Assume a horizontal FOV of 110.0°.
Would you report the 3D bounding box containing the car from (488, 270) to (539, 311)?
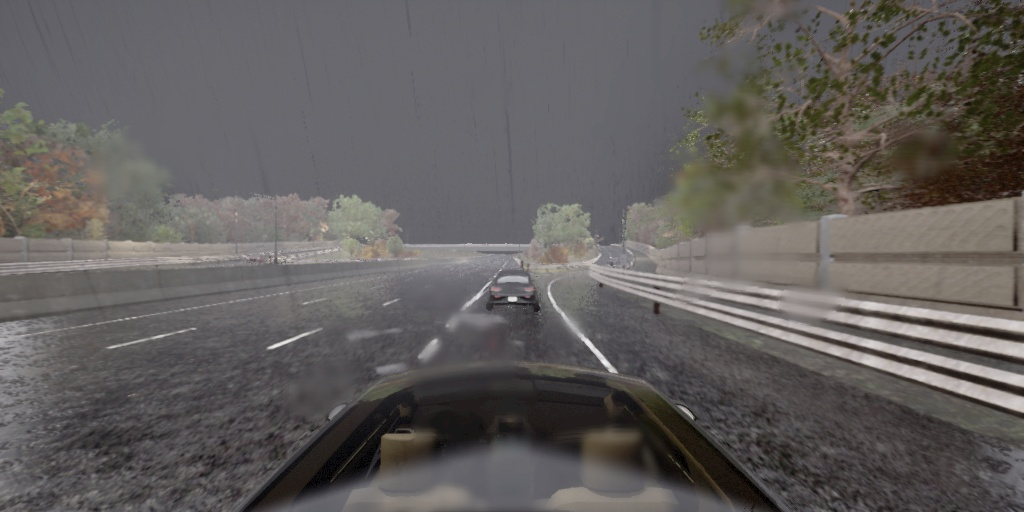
[{"bbox_3d":[0.096,1.281,14.377,1.812,1.442,4.674,0,0,2],"label":"car"}]
